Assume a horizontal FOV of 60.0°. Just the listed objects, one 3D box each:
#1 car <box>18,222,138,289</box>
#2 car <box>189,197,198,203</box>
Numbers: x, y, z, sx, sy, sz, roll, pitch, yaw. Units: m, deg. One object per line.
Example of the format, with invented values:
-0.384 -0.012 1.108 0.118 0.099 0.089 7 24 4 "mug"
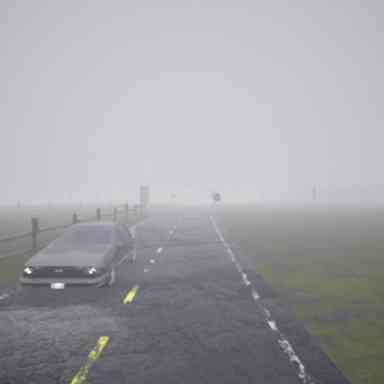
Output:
-2.795 1.595 9.629 2.033 1.411 5.357 0 0 1 "car"
0.443 1.931 84.913 2.128 1.511 4.902 0 0 4 "car"
